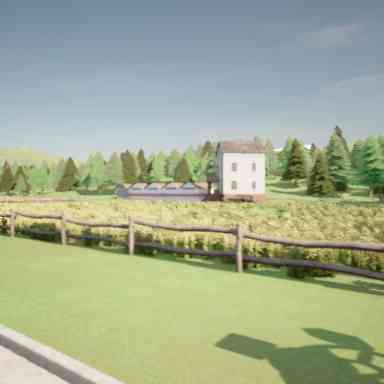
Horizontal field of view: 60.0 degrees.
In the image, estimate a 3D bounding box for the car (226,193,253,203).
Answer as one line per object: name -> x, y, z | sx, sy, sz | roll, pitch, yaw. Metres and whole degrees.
car -> 8.549, 1.175, 59.951 | 4.605, 1.855, 1.932 | 0, 0, 35
